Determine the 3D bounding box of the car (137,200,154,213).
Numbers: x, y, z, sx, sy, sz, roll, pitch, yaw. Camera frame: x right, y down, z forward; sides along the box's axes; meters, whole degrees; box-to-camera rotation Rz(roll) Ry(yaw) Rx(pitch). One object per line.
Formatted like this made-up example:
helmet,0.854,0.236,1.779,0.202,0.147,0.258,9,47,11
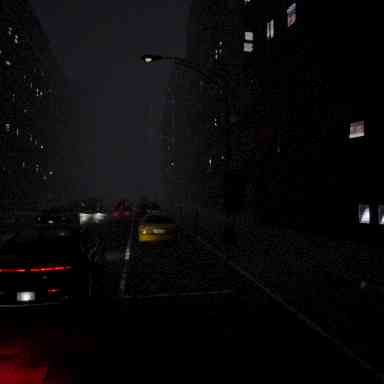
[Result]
car,-5.229,1.592,37.173,1.802,1.307,4.206,1,0,-9

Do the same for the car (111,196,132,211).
car,-8.399,1.540,40.160,1.812,1.442,4.674,0,0,-9

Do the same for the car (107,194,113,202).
car,-20.656,1.567,79.509,2.008,1.369,4.403,1,0,-9

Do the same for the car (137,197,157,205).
car,-3.436,1.448,26.238,1.967,1.590,4.097,1,0,-9

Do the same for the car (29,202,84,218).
car,-8.485,1.580,21.217,1.994,1.385,4.181,0,0,-9

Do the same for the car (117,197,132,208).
car,-10.102,1.561,50.333,2.033,1.411,5.357,0,0,-9

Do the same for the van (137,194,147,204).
van,-9.703,1.348,64.512,1.690,1.788,3.998,1,0,-9

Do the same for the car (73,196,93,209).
car,-15.280,1.463,46.703,1.967,1.590,4.097,1,0,-9

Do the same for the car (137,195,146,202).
car,-11.497,1.444,75.449,1.967,1.590,4.097,1,0,-9

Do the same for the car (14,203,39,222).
car,-11.672,1.547,24.664,1.752,1.417,4.829,1,0,-9

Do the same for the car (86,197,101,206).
car,-17.073,1.566,57.639,1.887,1.381,4.507,1,0,-9

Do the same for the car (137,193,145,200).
car,-14.181,1.312,91.852,2.192,1.841,5.009,1,0,-9

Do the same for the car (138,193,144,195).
car,-8.809,1.448,59.045,1.967,1.590,4.097,1,0,-9

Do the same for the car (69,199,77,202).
car,-14.386,1.569,41.235,1.887,1.381,4.507,1,0,-9

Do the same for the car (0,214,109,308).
car,-3.189,1.509,7.994,1.837,1.490,4.892,0,0,-9

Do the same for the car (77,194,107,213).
car,-11.055,1.371,37.154,2.097,1.767,4.553,0,0,-9

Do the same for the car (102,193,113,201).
car,-21.547,1.329,84.978,2.192,1.841,5.009,1,0,-9

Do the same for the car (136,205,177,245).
car,-1.674,1.530,15.470,1.752,1.417,4.829,1,0,-9
